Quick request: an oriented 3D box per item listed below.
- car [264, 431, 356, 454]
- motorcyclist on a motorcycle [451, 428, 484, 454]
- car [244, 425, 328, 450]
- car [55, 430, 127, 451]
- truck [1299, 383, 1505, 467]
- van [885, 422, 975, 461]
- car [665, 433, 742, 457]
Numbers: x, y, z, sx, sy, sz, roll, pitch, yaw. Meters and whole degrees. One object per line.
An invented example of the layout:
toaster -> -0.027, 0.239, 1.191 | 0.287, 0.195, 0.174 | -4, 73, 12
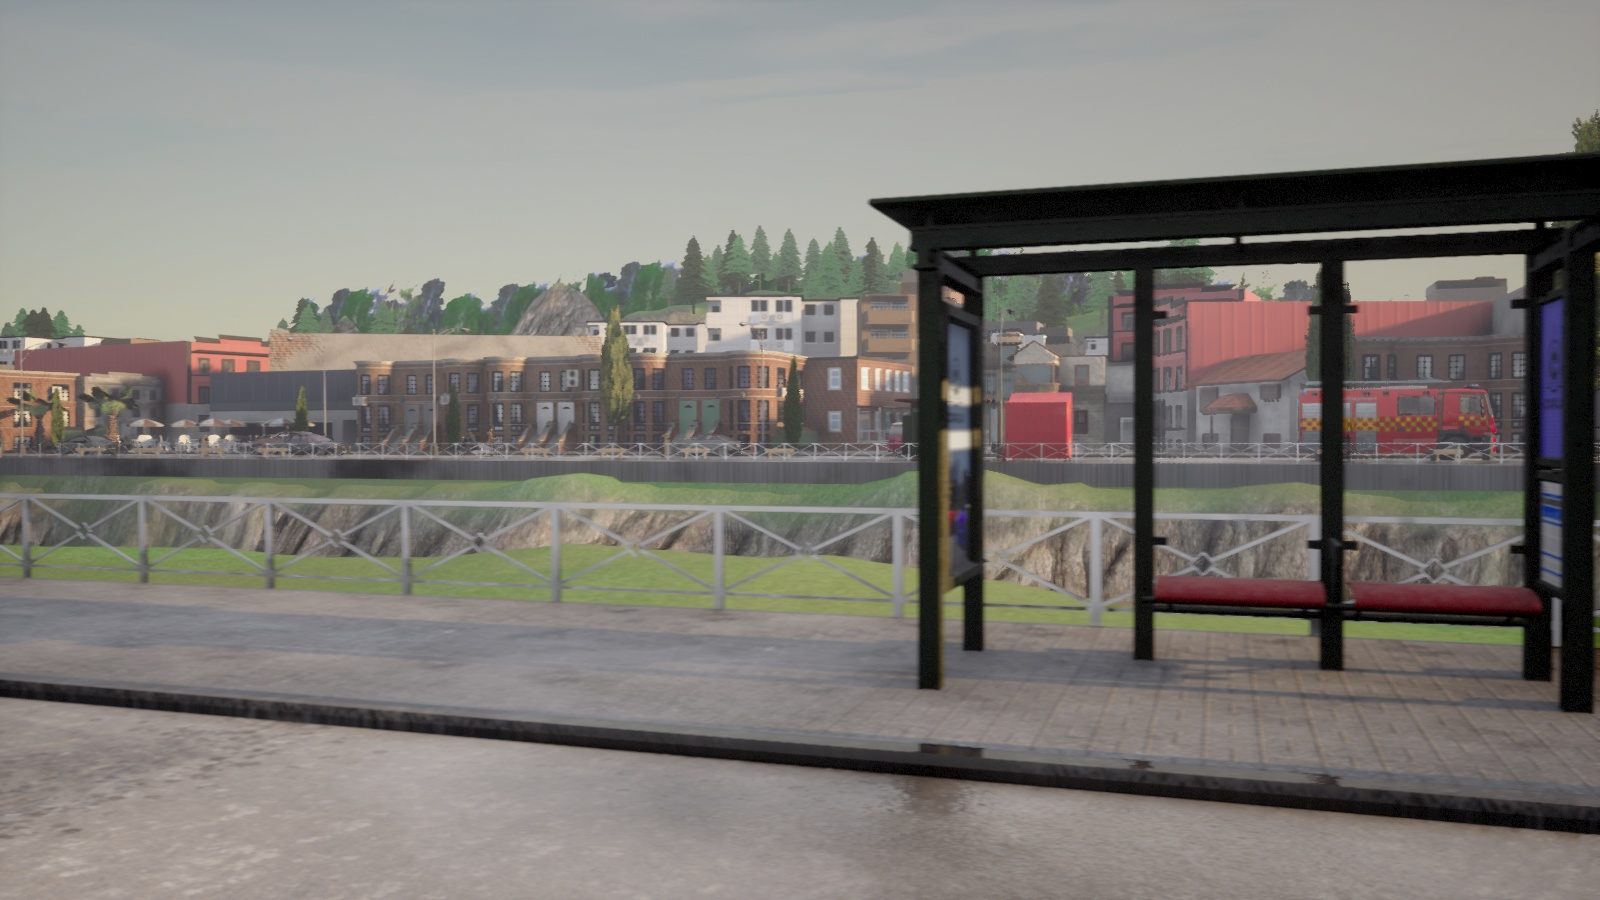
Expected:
car -> -30.918, -0.511, 79.208 | 5.357, 1.411, 2.033 | 1, 1, 19
motorcyclist on a motorcycle -> -21.227, -0.584, 80.167 | 1.817, 1.590, 0.866 | 1, 1, 19
car -> -34.635, -0.881, 84.671 | 5.027, 1.651, 2.152 | 1, 1, 19
car -> -47.942, -0.650, 84.929 | 4.181, 1.385, 1.994 | 1, 1, 19
truck -> 28.205, -1.182, 59.318 | 8.468, 3.827, 2.891 | 1, 1, 19
van -> 6.889, -0.460, 66.496 | 4.442, 1.987, 1.775 | 1, 1, 19
car -> -5.752, -0.332, 74.968 | 4.181, 1.385, 1.994 | 1, 1, 19
